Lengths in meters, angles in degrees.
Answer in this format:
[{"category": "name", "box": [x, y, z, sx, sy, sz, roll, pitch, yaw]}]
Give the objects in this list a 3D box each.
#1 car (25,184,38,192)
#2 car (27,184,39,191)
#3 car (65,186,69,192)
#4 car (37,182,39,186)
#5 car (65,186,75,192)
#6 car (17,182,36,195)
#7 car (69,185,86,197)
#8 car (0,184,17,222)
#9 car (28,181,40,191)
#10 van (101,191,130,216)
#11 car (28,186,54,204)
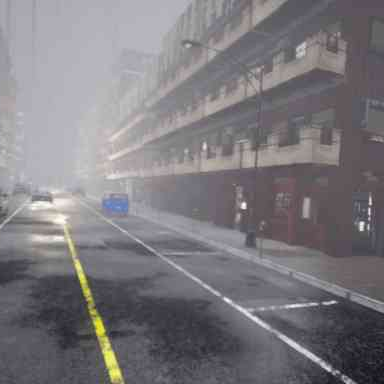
[{"category": "car", "box": [-31.178, -0.802, 64.625, 1.947, 1.339, 4.313, 5, 0, -23]}, {"category": "car", "box": [-33.414, -0.987, 69.833, 2.008, 1.369, 4.403, 5, 0, -23]}, {"category": "car", "box": [-28.445, -0.615, 78.186, 1.947, 1.339, 4.313, 5, 0, -23]}, {"category": "car", "box": [-28.940, -0.647, 59.416, 2.008, 1.369, 4.403, 5, 0, -23]}, {"category": "car", "box": [-30.681, -0.799, 83.394, 2.008, 1.369, 4.403, 5, 0, -23]}, {"category": "car", "box": [-22.210, -0.371, 43.792, 2.192, 1.841, 5.009, 5, 0, -23]}, {"category": "car", "box": [-19.477, -0.185, 57.353, 2.192, 1.841, 5.009, 5, 0, -23]}, {"category": "car", "box": [-11.027, 0.481, 17.750, 2.192, 1.841, 5.009, 5, 0, -23]}, {"category": "car", "box": [-35.631, -1.391, 75.043, 2.192, 1.841, 5.009, 5, 0, -23]}, {"category": "van", "box": [-6.060, 0.863, 26.103, 1.690, 1.788, 3.998, 5, 0, -23]}, {"category": "car", "box": [-15.134, 0.410, 33.729, 1.994, 1.385, 4.181, 4, 0, -23]}]
